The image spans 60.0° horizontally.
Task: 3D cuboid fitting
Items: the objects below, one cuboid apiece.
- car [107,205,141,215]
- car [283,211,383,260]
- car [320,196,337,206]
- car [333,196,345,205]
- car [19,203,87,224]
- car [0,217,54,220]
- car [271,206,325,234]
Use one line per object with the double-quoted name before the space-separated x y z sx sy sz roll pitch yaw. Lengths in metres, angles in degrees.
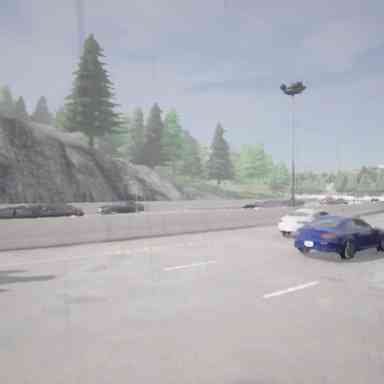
"car" -7.156 1.648 34.066 4.902 1.511 2.128 0 0 -40
"car" 5.756 1.599 12.721 4.674 1.442 1.812 0 0 -39
"car" 26.872 1.724 65.557 2.097 1.767 4.553 0 0 36
"car" 26.205 1.831 58.689 1.837 1.490 4.892 0 1 37
"car" -10.990 1.638 26.467 4.674 1.442 1.812 0 0 -38
"car" -10.191 1.551 18.321 5.008 1.535 1.882 0 0 -37
"car" 6.523 1.625 17.885 4.674 1.442 1.812 0 0 -40
